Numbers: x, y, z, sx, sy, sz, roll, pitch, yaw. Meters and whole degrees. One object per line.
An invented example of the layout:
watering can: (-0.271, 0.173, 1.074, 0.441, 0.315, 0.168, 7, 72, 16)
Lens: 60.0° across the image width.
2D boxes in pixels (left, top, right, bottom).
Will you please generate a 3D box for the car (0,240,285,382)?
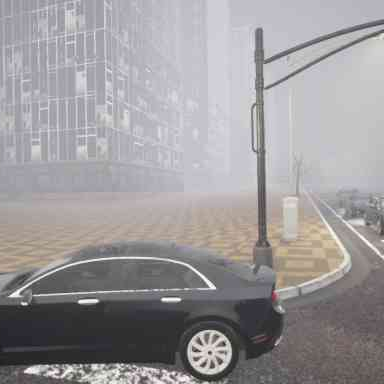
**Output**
car: (-1.188, 1.505, 4.804, 4.892, 1.490, 1.837, 0, 0, -1)

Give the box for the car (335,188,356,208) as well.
car: (12.905, 0.436, 27.355, 2.128, 1.511, 4.902, -1, 2, 18)

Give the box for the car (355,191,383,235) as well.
car: (8.823, 0.928, 14.523, 2.128, 1.511, 4.902, -1, 2, 18)

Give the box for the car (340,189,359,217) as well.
car: (10.820, 0.759, 20.834, 1.994, 1.385, 4.181, -1, 2, 17)
